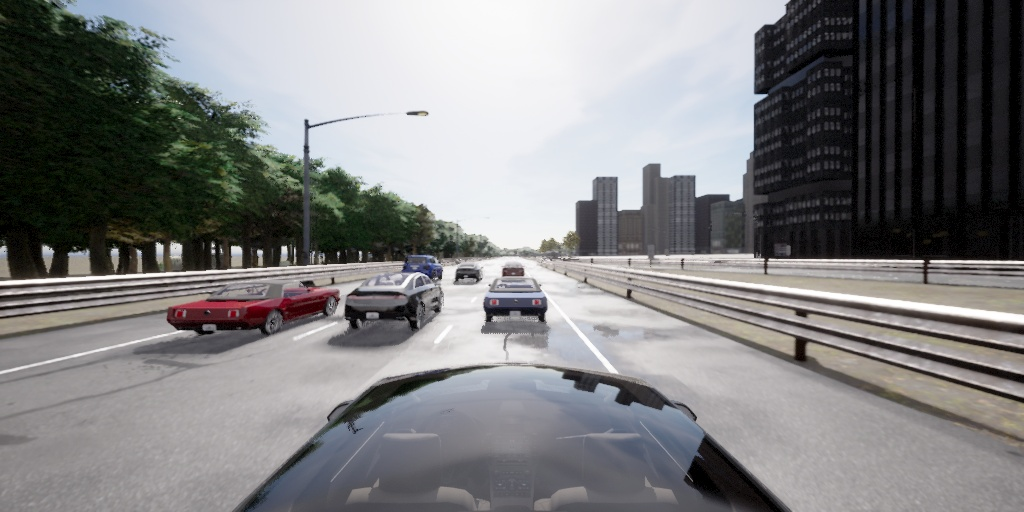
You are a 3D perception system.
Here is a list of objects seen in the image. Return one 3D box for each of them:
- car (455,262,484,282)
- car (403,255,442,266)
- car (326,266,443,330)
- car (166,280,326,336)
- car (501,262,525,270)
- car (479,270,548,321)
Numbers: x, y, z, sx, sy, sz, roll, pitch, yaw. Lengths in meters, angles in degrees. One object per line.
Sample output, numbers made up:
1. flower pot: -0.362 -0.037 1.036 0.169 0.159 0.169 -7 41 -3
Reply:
1. car: -3.392 1.253 28.826 1.837 1.490 4.892 0 0 0
2. car: -6.892 0.970 28.105 2.150 2.045 5.566 0 0 0
3. car: -3.397 1.241 11.155 2.128 1.511 4.902 0 0 0
4. car: -6.898 1.351 10.405 1.895 1.301 4.718 0 0 0
5. car: 0.109 1.225 30.314 1.882 1.535 5.008 0 0 0
6. car: 0.103 1.350 12.422 1.895 1.301 4.718 0 0 0
